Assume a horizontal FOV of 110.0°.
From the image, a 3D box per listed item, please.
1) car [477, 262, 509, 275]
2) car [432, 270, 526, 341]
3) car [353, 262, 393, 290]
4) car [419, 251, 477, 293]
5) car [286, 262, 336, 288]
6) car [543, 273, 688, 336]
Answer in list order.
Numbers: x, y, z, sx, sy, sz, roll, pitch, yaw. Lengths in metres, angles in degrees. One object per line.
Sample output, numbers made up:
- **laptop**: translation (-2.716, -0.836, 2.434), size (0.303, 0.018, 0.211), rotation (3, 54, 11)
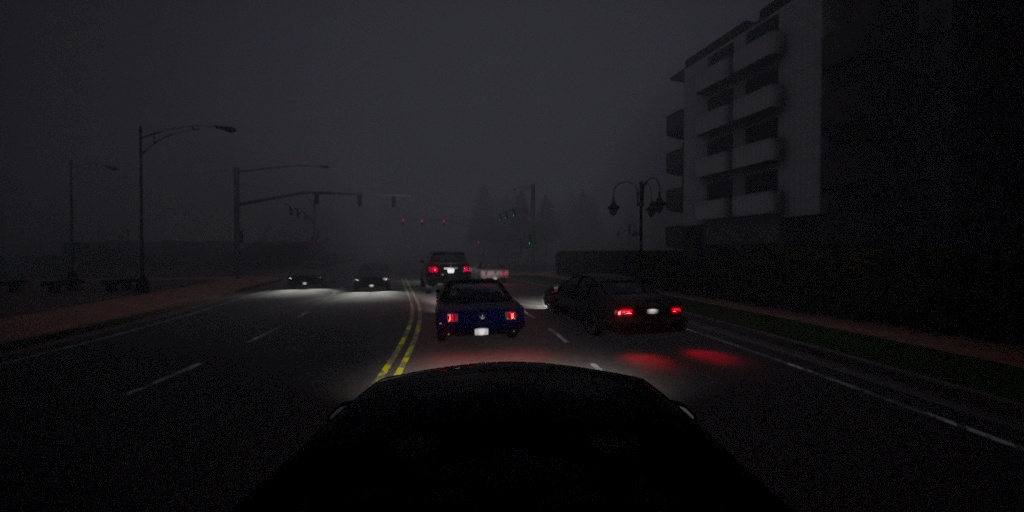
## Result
- **car**: translation (-1.695, 1.066, 24.625), size (1.895, 1.301, 4.718), rotation (0, 1, -16)
- **car**: translation (-1.078, 1.253, 9.586), size (1.895, 1.301, 4.718), rotation (0, 1, -12)
- **car**: translation (-7.839, 1.061, 20.456), size (2.033, 1.411, 5.357), rotation (0, 1, -18)
- **car**: translation (-3.614, 0.755, 19.015), size (2.150, 2.045, 5.566), rotation (0, 1, -18)
- **car**: translation (-11.912, 1.044, 21.676), size (2.033, 1.411, 5.357), rotation (0, 1, -18)
- **car**: translation (2.471, 1.195, 10.099), size (2.033, 1.411, 5.357), rotation (0, 1, -12)
